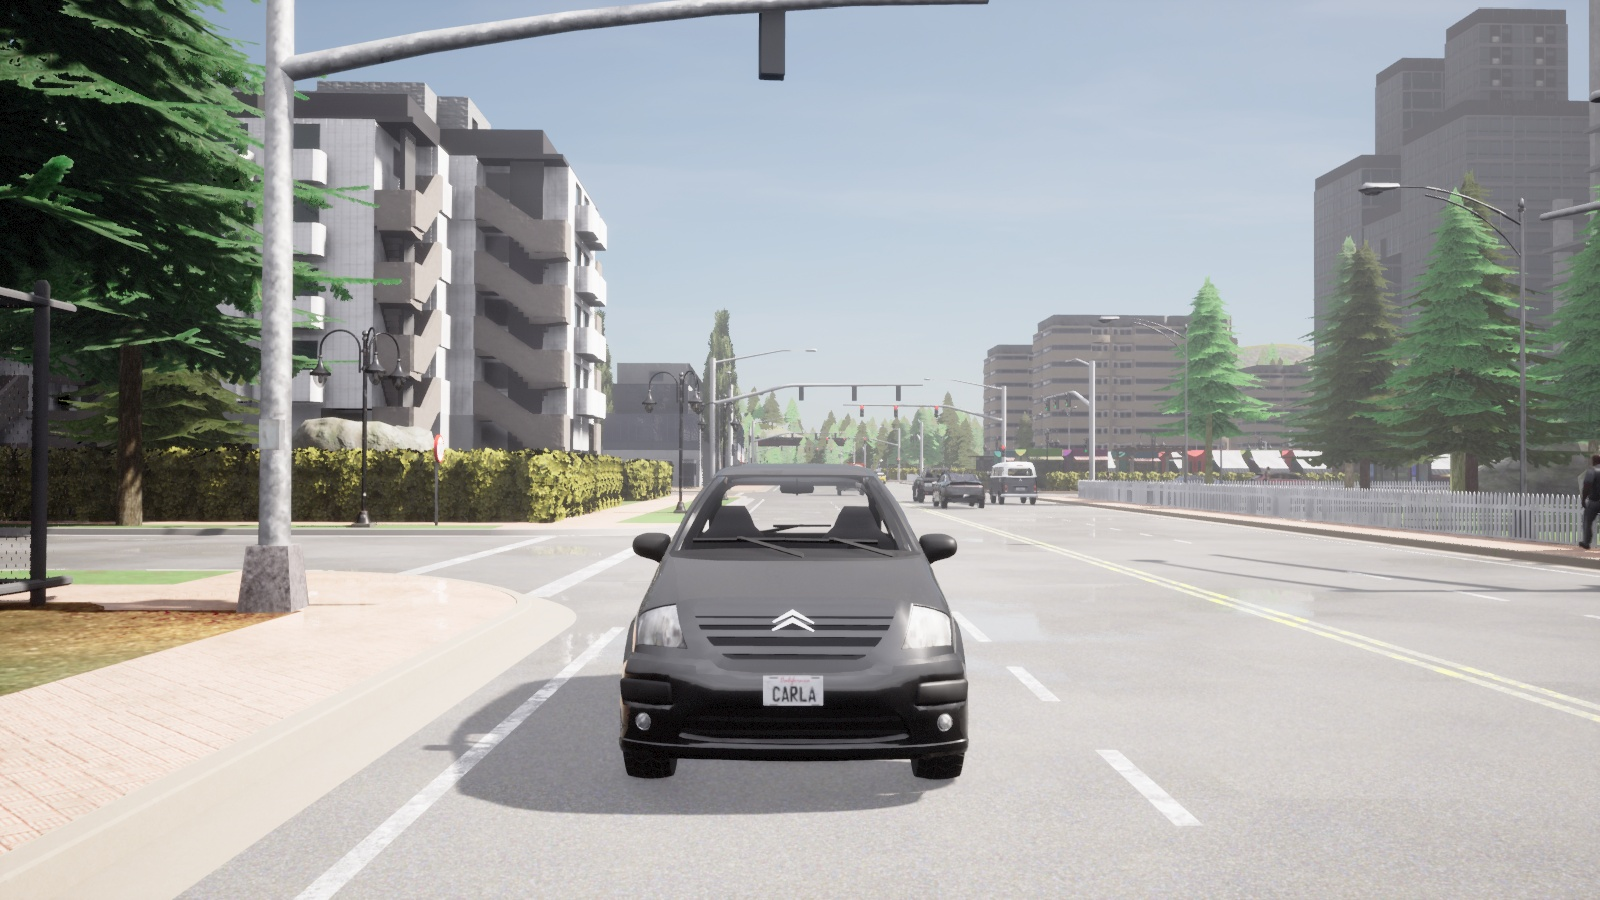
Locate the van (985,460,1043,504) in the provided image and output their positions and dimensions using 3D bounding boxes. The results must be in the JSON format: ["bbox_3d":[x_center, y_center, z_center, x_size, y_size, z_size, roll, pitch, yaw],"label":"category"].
[{"bbox_3d":[10.331,1.515,60.933,2.069,2.038,4.480,0,-1,0],"label":"van"}]

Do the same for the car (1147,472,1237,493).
[{"bbox_3d":[26.166,2.159,83.874,5.357,1.411,2.033,0,-1,-1],"label":"car"}]

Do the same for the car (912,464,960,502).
[{"bbox_3d":[6.823,1.666,63.519,1.932,1.855,4.605,0,-1,0],"label":"car"}]

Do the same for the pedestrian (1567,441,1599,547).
[{"bbox_3d":[14.413,0.795,22.715,0.563,1.883,0.849,0,-1,5],"label":"pedestrian"}]

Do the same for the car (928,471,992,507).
[{"bbox_3d":[6.852,1.651,54.297,2.128,1.511,4.902,0,-1,0],"label":"car"}]

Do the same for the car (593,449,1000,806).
[{"bbox_3d":[-0.023,0.842,7.724,1.851,1.617,3.988,0,-1,0],"label":"car"}]

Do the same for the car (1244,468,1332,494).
[{"bbox_3d":[31.248,1.965,80.517,4.856,1.649,2.033,0,-1,-2],"label":"car"}]
